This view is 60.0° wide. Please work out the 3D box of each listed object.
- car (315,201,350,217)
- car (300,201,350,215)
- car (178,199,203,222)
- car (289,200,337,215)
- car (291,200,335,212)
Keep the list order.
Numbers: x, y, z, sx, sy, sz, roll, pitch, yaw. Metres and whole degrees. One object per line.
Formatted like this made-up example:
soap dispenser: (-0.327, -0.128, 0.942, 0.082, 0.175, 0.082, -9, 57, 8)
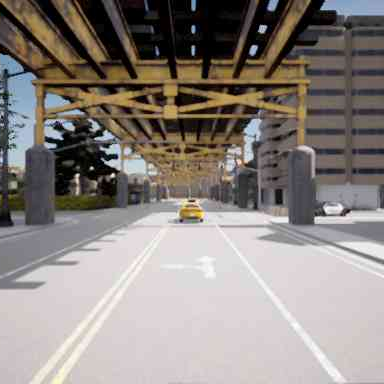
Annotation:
car: (13.265, 1.713, 33.288, 4.974, 1.542, 2.038, 0, 0, -20)
car: (13.314, 1.555, 33.308, 4.536, 1.218, 1.853, 0, 0, -20)
car: (-0.178, 1.708, 29.198, 1.882, 1.535, 5.008, 0, 0, -4)
car: (13.592, 1.743, 37.447, 4.974, 1.542, 2.038, 0, 0, 25)
car: (13.639, 1.585, 37.427, 4.536, 1.218, 1.853, 0, 0, 25)
